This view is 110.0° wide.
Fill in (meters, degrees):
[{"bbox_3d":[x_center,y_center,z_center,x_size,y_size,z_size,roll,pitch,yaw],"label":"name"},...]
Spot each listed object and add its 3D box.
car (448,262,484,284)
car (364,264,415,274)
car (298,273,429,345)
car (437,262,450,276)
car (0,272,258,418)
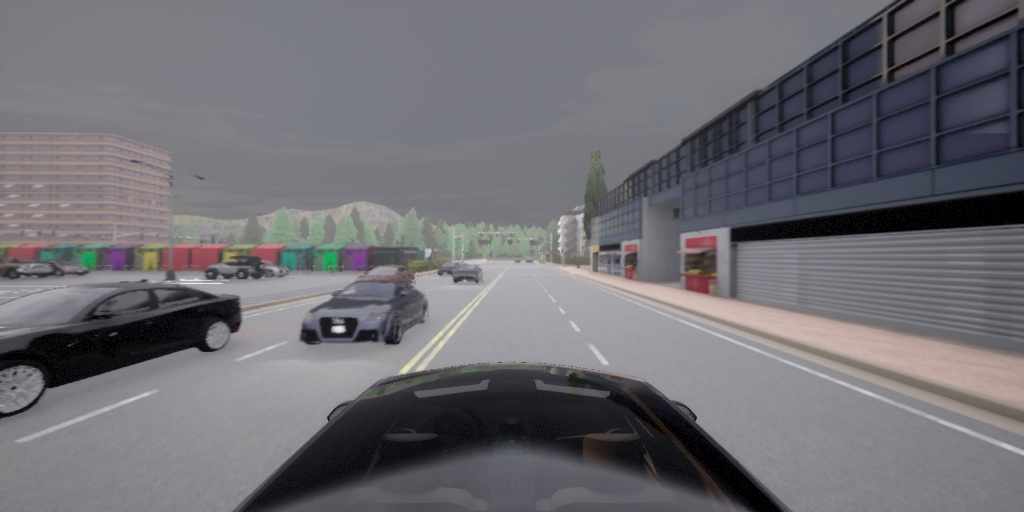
[{"bbox_3d":[-3.232,1.342,27.602,2.033,1.411,5.357,0,0,1],"label":"car"},{"bbox_3d":[-6.789,1.244,19.664,1.882,1.535,5.008,0,0,1],"label":"car"},{"bbox_3d":[-3.540,1.319,9.351,1.994,1.385,4.181,0,0,1],"label":"car"},{"bbox_3d":[-6.491,1.353,37.957,2.033,1.411,5.357,0,0,2],"label":"car"},{"bbox_3d":[-7.068,1.215,6.052,1.882,1.535,5.008,0,0,0],"label":"car"}]
